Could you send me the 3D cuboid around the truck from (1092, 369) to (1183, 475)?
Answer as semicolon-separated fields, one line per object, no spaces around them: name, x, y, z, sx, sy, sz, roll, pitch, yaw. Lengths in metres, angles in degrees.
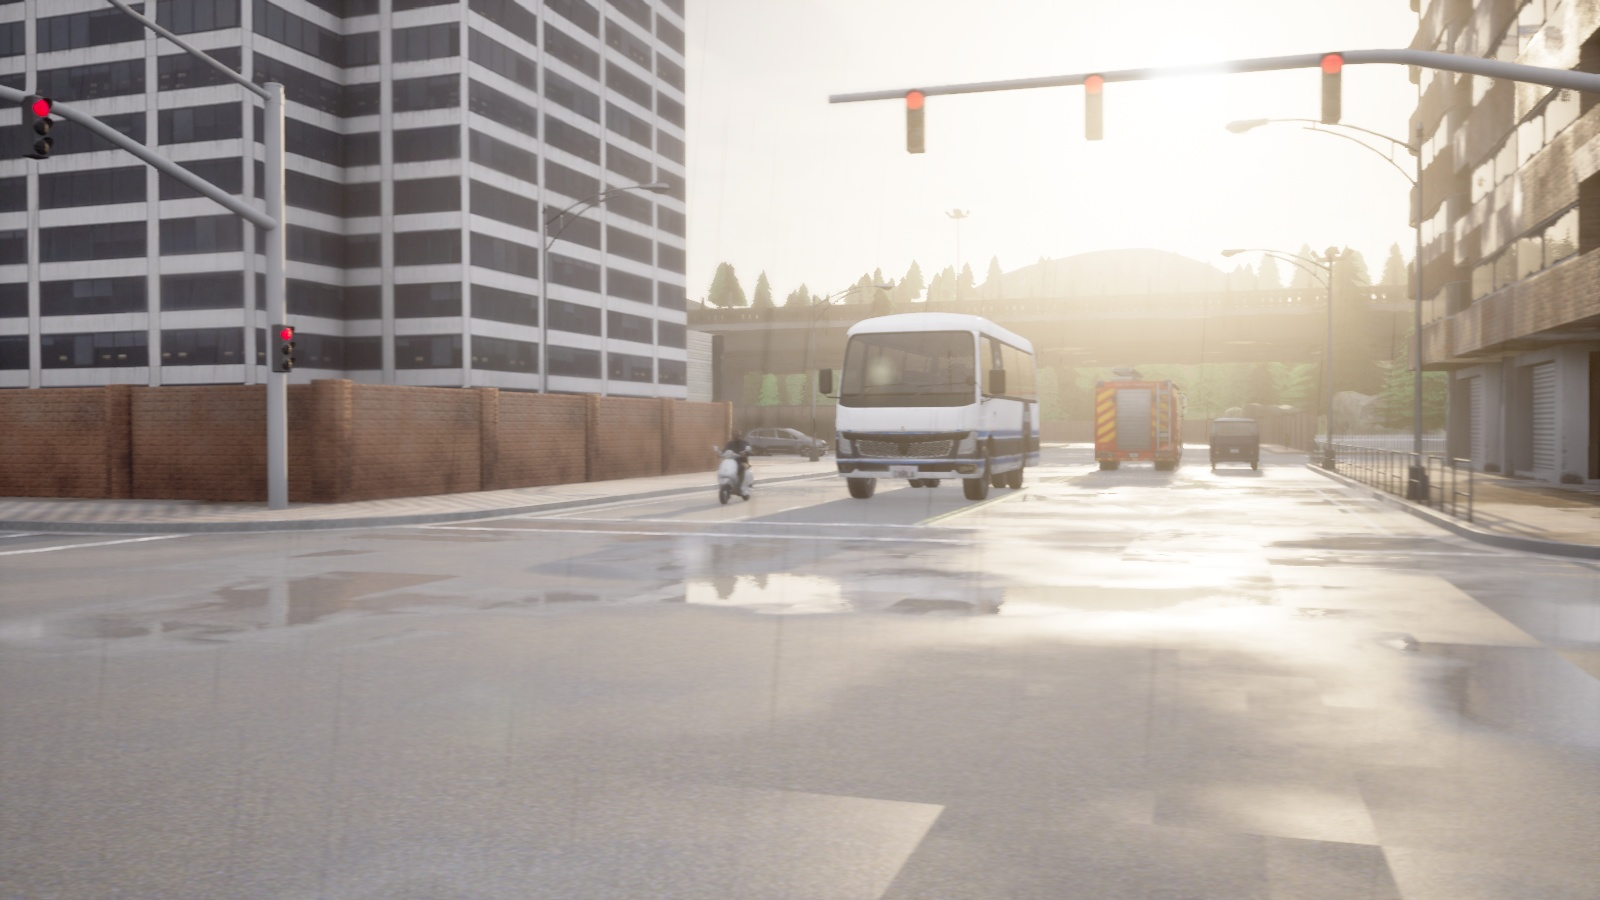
truck;13.577;-1.087;50.004;2.891;3.827;8.468;1;1;19

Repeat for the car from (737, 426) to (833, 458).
car;-0.781;-0.455;66.652;4.611;1.667;2.242;1;1;18

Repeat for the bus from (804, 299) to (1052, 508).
bus;3.573;-1.034;31.037;3.944;4.253;10.273;1;1;18

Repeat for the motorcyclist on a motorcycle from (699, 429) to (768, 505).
motorcyclist on a motorcycle;-1.417;0.340;27.131;0.866;1.590;1.817;1;1;18

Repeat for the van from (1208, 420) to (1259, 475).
van;16.615;-0.130;48.214;1.775;1.987;4.442;1;1;18
